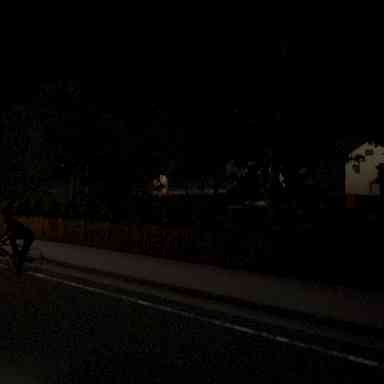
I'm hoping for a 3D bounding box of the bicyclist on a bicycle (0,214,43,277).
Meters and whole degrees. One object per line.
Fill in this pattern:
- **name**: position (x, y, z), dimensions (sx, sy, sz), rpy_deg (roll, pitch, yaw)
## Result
- **bicyclist on a bicycle**: position (-4.730, 1.417, 8.839), dimensions (0.582, 1.620, 1.656), rpy_deg (0, 0, 35)
